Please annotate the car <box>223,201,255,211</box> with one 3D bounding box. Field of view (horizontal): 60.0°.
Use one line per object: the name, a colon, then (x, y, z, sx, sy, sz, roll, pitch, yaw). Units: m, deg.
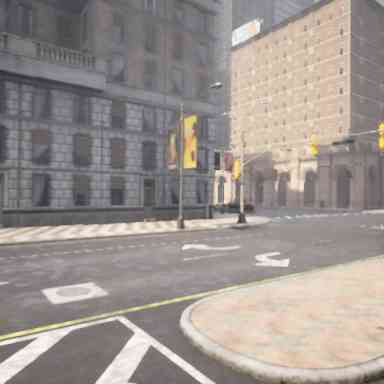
car: (6.415, 1.916, 45.818, 1.895, 1.301, 4.718, 1, 0, -36)
